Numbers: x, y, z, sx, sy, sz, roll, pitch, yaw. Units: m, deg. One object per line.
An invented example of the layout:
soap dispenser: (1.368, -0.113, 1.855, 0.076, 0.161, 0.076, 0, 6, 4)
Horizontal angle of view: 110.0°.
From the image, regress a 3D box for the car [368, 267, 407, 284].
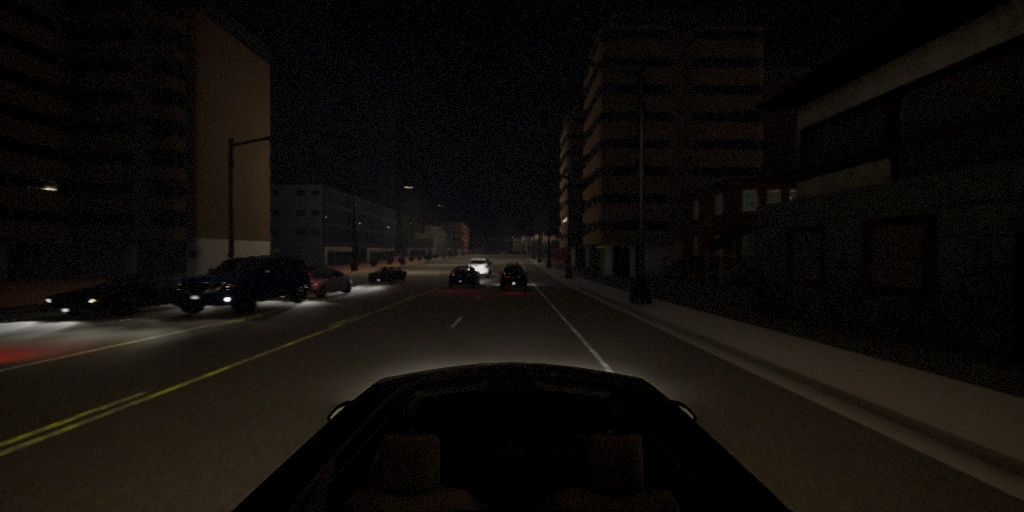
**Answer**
car: (-10.481, 1.588, 30.406, 1.895, 1.301, 4.718, 0, 0, 0)

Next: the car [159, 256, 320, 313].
car: (-10.581, 1.063, 14.737, 2.150, 2.045, 5.566, 0, -1, 0)

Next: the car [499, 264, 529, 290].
car: (0.121, 1.526, 25.492, 1.837, 1.490, 4.892, 0, 0, 0)

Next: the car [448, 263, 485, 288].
car: (-3.429, 1.501, 26.427, 2.128, 1.511, 4.902, 0, 0, 1)

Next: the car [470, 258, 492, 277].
car: (-3.439, 1.217, 39.098, 2.150, 2.045, 5.566, 0, 1, 1)

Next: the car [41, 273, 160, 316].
car: (-14.088, 1.362, 13.966, 2.033, 1.411, 5.357, 0, -1, 0)

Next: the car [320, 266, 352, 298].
car: (-10.485, 1.468, 19.796, 1.812, 1.442, 4.674, 0, -1, 0)

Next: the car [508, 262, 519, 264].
car: (0.143, 1.474, 48.301, 1.895, 1.301, 4.718, 0, 1, 0)
